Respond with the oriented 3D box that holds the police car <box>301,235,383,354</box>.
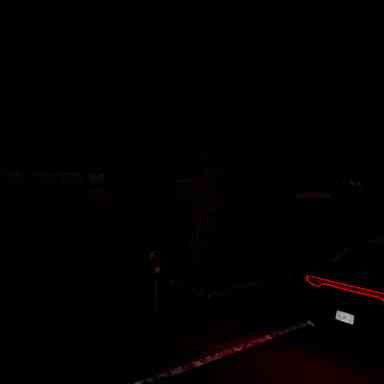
[{"bbox_3d":[4.104,1.421,5.806,5.238,1.638,1.930,0,0,-35],"label":"police car"}]
